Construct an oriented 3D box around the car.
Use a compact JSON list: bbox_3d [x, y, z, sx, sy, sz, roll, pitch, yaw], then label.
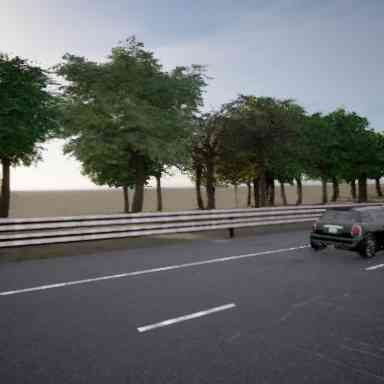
[{"bbox_3d":[6.615,1.339,12.764,4.553,1.767,2.097,0,0,-36],"label":"car"}]
